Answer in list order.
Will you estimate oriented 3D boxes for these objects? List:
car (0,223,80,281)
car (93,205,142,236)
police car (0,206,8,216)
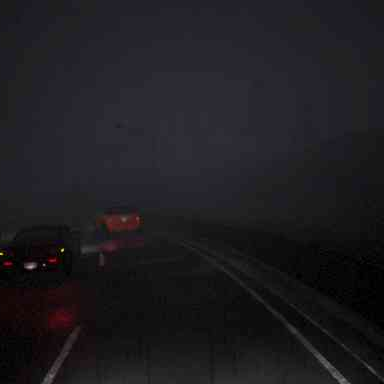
[{"bbox_3d":[-4.680,1.715,10.676,1.812,1.442,4.674,-1,0,-15],"label":"car"},{"bbox_3d":[-4.660,1.569,20.217,2.097,1.767,4.553,-2,0,-26],"label":"car"},{"bbox_3d":[-25.672,2.418,42.591,5.238,1.638,1.930,-2,-1,35],"label":"police car"}]
